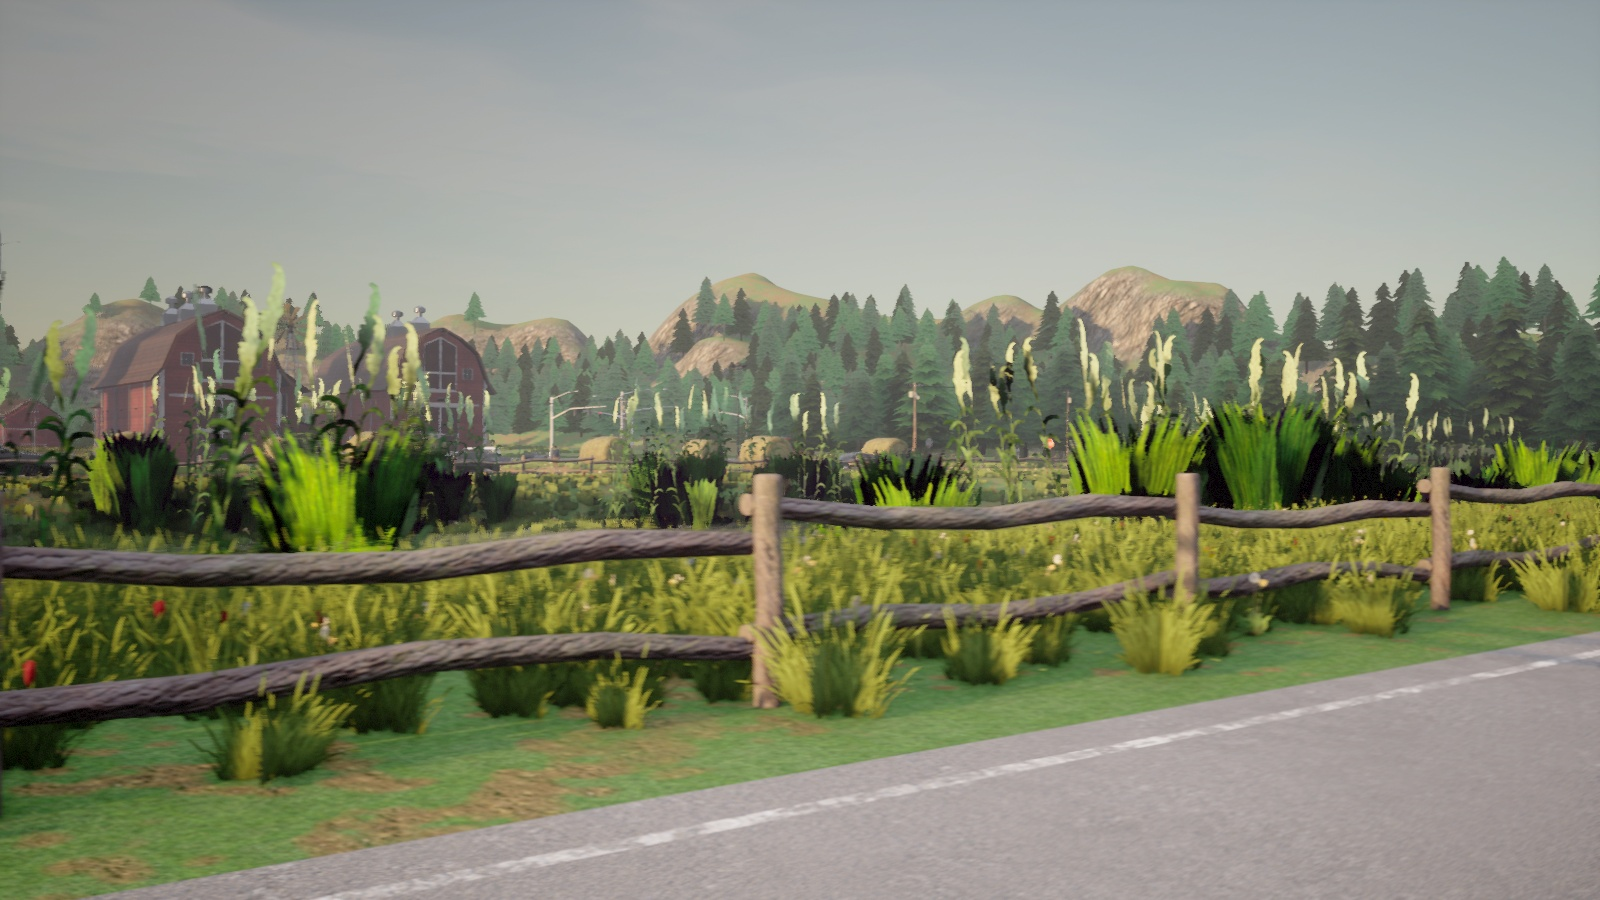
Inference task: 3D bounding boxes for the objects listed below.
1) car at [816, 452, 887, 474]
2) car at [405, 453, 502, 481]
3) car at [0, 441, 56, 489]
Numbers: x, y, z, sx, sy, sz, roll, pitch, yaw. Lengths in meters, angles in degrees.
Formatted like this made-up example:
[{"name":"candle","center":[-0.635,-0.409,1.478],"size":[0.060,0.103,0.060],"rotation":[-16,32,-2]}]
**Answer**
[{"name":"car","center":[3.637,0.920,88.151],"size":[4.892,1.490,1.837],"rotation":[0,0,-38]},{"name":"car","center":[-19.286,0.926,70.037],"size":[4.892,1.490,1.837],"rotation":[0,0,-38]},{"name":"car","center":[-34.901,0.633,53.238],"size":[5.566,2.045,2.150],"rotation":[0,0,-38]}]
